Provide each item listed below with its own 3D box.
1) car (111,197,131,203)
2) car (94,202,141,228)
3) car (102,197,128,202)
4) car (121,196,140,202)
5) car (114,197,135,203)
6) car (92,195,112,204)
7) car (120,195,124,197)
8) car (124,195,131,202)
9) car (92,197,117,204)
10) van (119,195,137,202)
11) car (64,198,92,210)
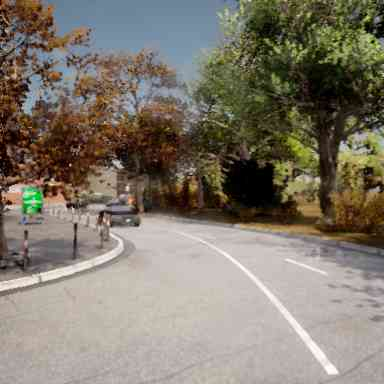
[{"bbox_3d":[-17.628,1.923,82.642,4.674,1.452,2.002,0,0,6],"label":"car"},{"bbox_3d":[-4.913,1.581,22.269,1.994,1.385,4.181,0,0,-29],"label":"car"},{"bbox_3d":[-12.643,1.877,55.039,1.895,1.301,4.718,0,0,6],"label":"car"},{"bbox_3d":[-16.794,1.945,91.078,4.674,1.452,2.002,0,0,6],"label":"car"},{"bbox_3d":[-17.380,1.920,85.457,4.792,1.488,2.163,0,0,6],"label":"car"},{"bbox_3d":[-19.056,1.585,68.586,5.566,2.045,2.435,0,0,6],"label":"car"},{"bbox_3d":[-18.474,1.858,74.208,5.008,1.535,2.097,0,0,6],"label":"car"},{"bbox_3d":[-11.432,1.692,67.068,2.097,1.767,4.553,0,0,6],"label":"car"},{"bbox_3d":[-18.751,1.887,71.394,4.674,1.452,2.002,0,0,6],"label":"car"},{"bbox_3d":[-16.955,1.672,88.255,4.442,1.987,1.878,0,0,6],"label":"van"},{"bbox_3d":[-16.532,1.834,47.910,1.895,1.301,4.718,0,0,4],"label":"car"}]
